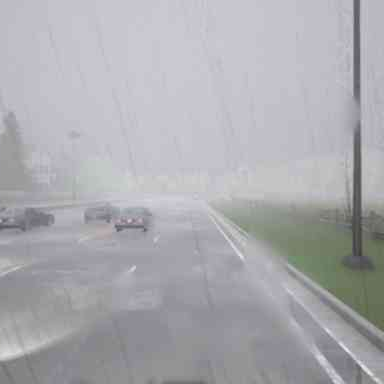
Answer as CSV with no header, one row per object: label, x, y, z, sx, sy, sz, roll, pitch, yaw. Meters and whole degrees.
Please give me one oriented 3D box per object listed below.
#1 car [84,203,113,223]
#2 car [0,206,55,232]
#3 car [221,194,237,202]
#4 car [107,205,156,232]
car,-6.905,1.575,25.995,2.128,1.511,4.902,0,0,0
car,-10.404,1.614,20.566,2.033,1.411,5.357,0,0,0
car,8.907,1.470,80.801,3.866,1.878,1.905,0,0,0
car,-3.403,1.614,20.554,2.033,1.411,5.357,0,0,0
